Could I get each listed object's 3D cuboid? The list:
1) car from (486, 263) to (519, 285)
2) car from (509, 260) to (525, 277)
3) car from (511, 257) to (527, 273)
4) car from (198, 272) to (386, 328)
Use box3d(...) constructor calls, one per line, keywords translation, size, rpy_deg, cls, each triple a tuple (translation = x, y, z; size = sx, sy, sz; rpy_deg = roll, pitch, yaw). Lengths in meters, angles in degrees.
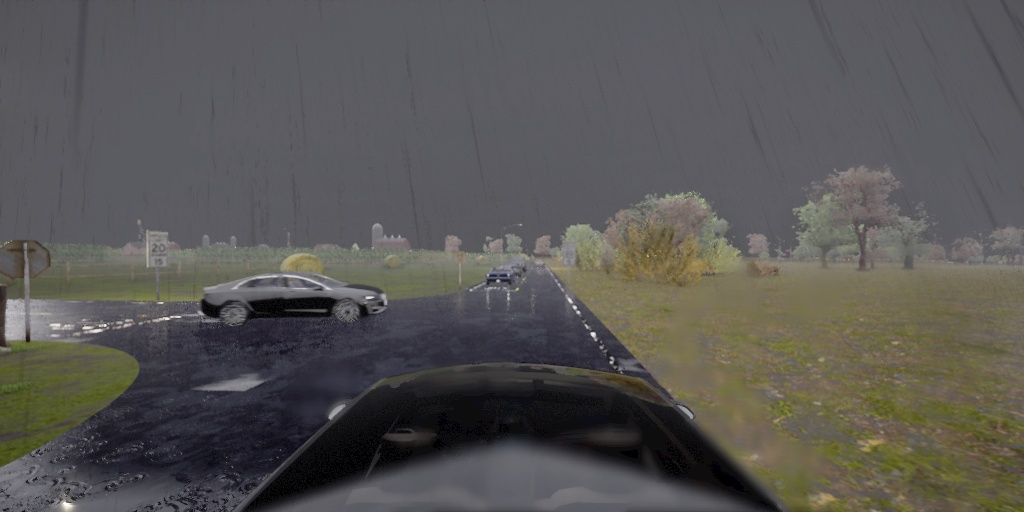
box3d(translation=(-0.779, 1.421, 26.907), size=(1.895, 1.301, 4.718), rpy_deg=(0, 0, 4), cls="car")
box3d(translation=(-0.007, 1.415, 36.839), size=(1.994, 1.385, 4.181), rpy_deg=(0, 0, 4), cls="car")
box3d(translation=(0.812, 1.109, 47.342), size=(2.150, 2.045, 5.566), rpy_deg=(0, 0, 5), cls="car")
box3d(translation=(-6.459, 1.233, 10.976), size=(4.902, 1.511, 2.128), rpy_deg=(0, 1, -13), cls="car")
